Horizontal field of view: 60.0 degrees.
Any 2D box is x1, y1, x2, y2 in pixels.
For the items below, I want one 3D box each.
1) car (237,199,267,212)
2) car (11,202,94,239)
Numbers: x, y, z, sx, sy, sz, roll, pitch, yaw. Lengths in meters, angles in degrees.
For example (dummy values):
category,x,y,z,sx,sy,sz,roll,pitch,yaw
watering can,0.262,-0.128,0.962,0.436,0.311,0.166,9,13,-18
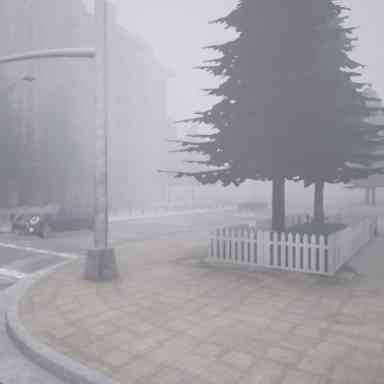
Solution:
category,x,y,z,sx,sy,sz,roll,pitch,yaw
car,7.010,1.508,38.757,1.895,1.301,4.718,0,0,34
car,-7.032,1.346,17.697,2.097,1.767,4.553,0,-1,34
